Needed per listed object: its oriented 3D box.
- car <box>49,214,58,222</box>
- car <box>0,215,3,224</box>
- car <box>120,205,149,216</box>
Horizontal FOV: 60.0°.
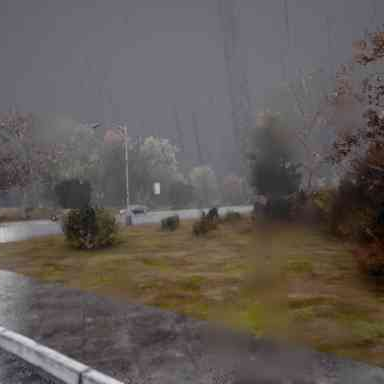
[{"bbox_3d":[-13.472,2.517,36.665,1.994,1.385,4.181,-3,-2,32],"label":"car"},{"bbox_3d":[-18.913,2.438,28.353,1.837,1.490,4.892,-3,-2,35],"label":"car"},{"bbox_3d":[-7.918,2.491,45.408,2.128,1.511,4.902,-3,-2,32],"label":"car"}]
